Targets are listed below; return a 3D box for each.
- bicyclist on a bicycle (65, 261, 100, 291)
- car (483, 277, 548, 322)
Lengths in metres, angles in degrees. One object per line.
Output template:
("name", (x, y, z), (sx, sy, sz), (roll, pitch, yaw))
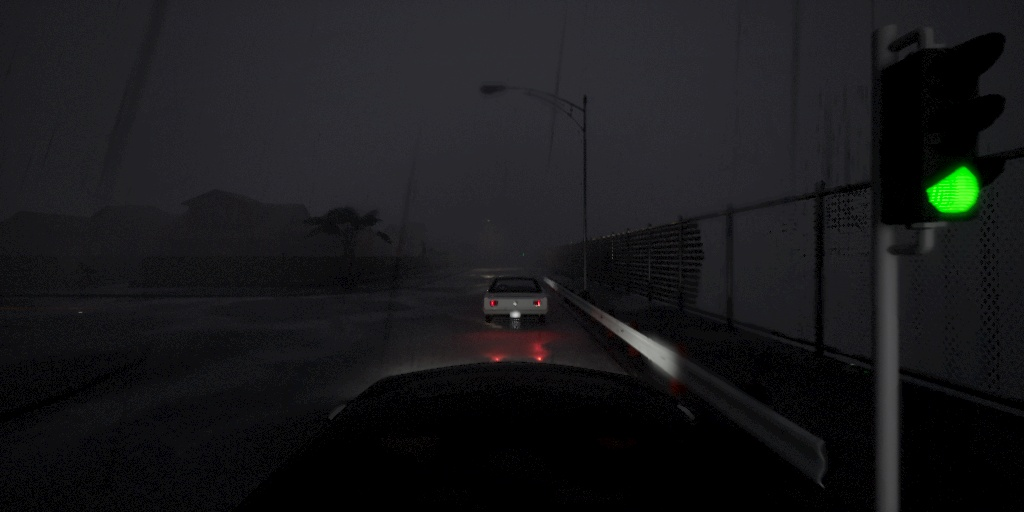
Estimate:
("bicyclist on a bicycle", (-24.051, 1.119, 20.106), (0.582, 1.620, 1.656), (0, 0, 0))
("car", (0.103, 1.363, 12.329), (1.895, 1.301, 4.718), (0, 0, 0))
